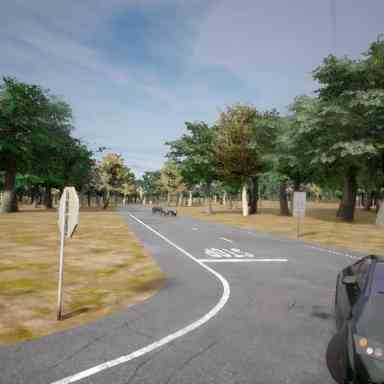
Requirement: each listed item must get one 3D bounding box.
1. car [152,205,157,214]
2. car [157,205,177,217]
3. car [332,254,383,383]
[{"bbox_3d":[-5.709,2.959,56.887,1.882,1.535,5.008,3,-2,-14],"label":"car"},{"bbox_3d":[-3.457,2.848,48.040,1.895,1.301,4.718,3,-2,-13],"label":"car"},{"bbox_3d":[3.113,1.643,4.634,1.994,1.385,4.181,1,-1,22],"label":"car"}]
